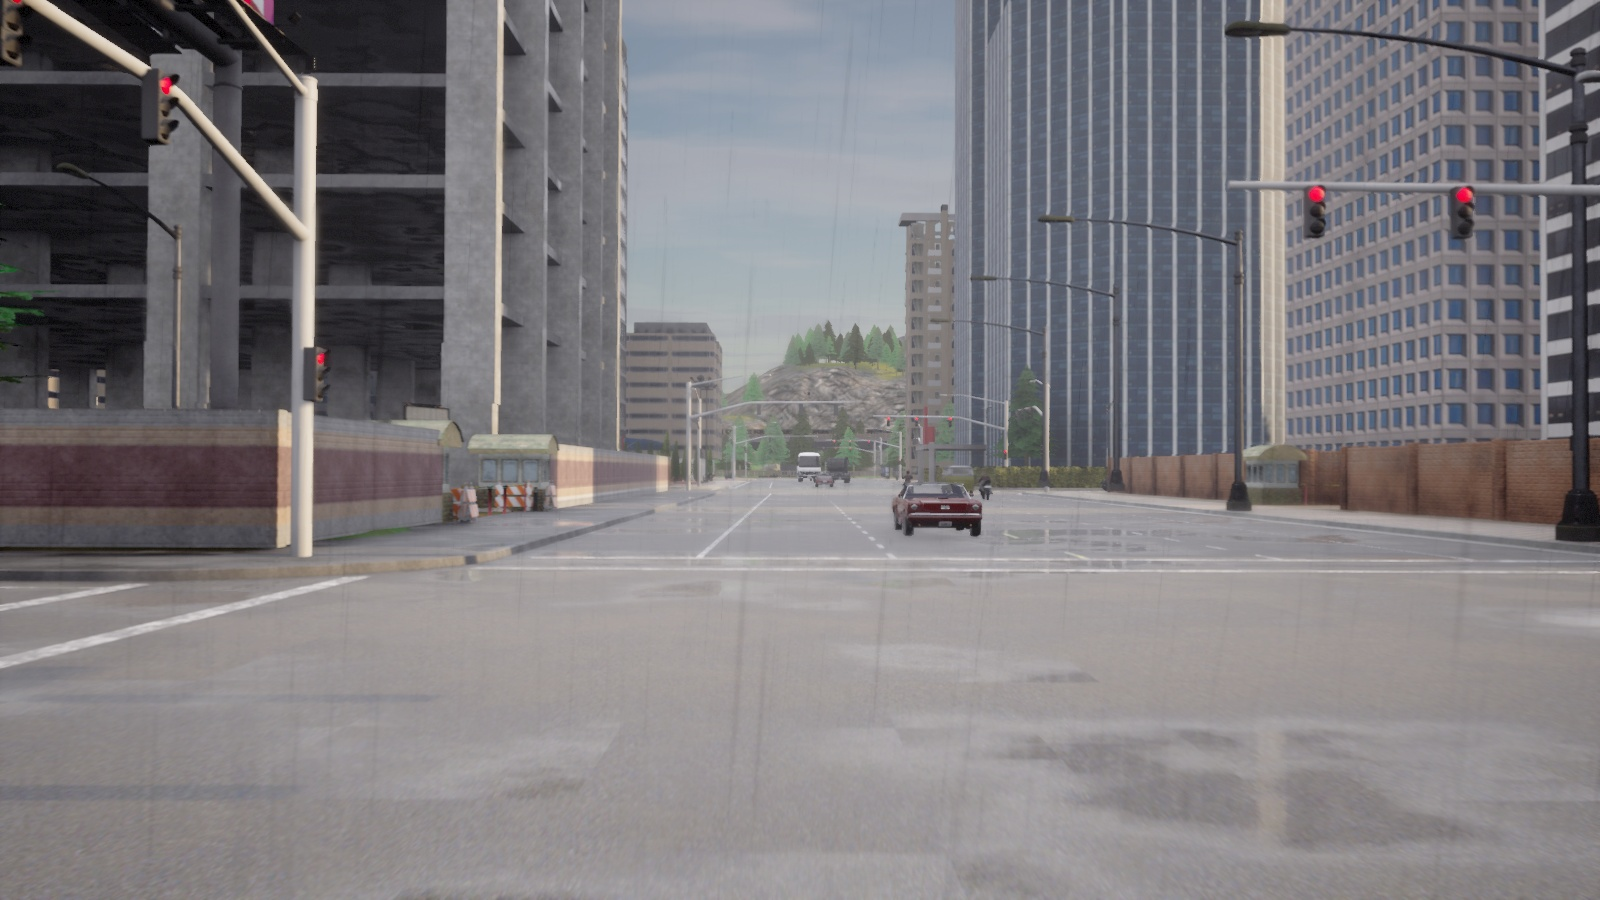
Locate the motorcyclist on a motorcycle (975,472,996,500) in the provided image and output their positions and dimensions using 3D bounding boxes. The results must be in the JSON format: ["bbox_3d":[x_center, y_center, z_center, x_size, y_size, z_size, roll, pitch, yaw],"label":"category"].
[{"bbox_3d":[10.336,1.981,70.078,0.866,1.530,2.191,0,-1,0],"label":"motorcyclist on a motorcycle"}]

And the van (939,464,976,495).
[{"bbox_3d":[10.295,1.905,82.340,1.775,1.987,4.442,0,-1,0],"label":"van"}]

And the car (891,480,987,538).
[{"bbox_3d":[3.426,1.433,31.748,1.895,1.301,4.718,0,-1,0],"label":"car"}]
